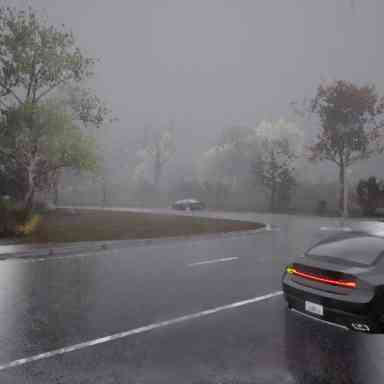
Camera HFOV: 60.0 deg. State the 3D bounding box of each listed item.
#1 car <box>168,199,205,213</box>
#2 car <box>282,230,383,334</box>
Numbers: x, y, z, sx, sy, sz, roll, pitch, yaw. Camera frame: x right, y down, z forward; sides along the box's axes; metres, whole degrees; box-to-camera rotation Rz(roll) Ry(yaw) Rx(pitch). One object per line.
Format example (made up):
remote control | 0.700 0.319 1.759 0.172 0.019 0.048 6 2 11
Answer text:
car | -0.722 1.506 37.983 1.882 1.535 5.008 0 0 -43
car | 3.812 1.505 6.438 4.892 1.490 1.837 0 0 -36
